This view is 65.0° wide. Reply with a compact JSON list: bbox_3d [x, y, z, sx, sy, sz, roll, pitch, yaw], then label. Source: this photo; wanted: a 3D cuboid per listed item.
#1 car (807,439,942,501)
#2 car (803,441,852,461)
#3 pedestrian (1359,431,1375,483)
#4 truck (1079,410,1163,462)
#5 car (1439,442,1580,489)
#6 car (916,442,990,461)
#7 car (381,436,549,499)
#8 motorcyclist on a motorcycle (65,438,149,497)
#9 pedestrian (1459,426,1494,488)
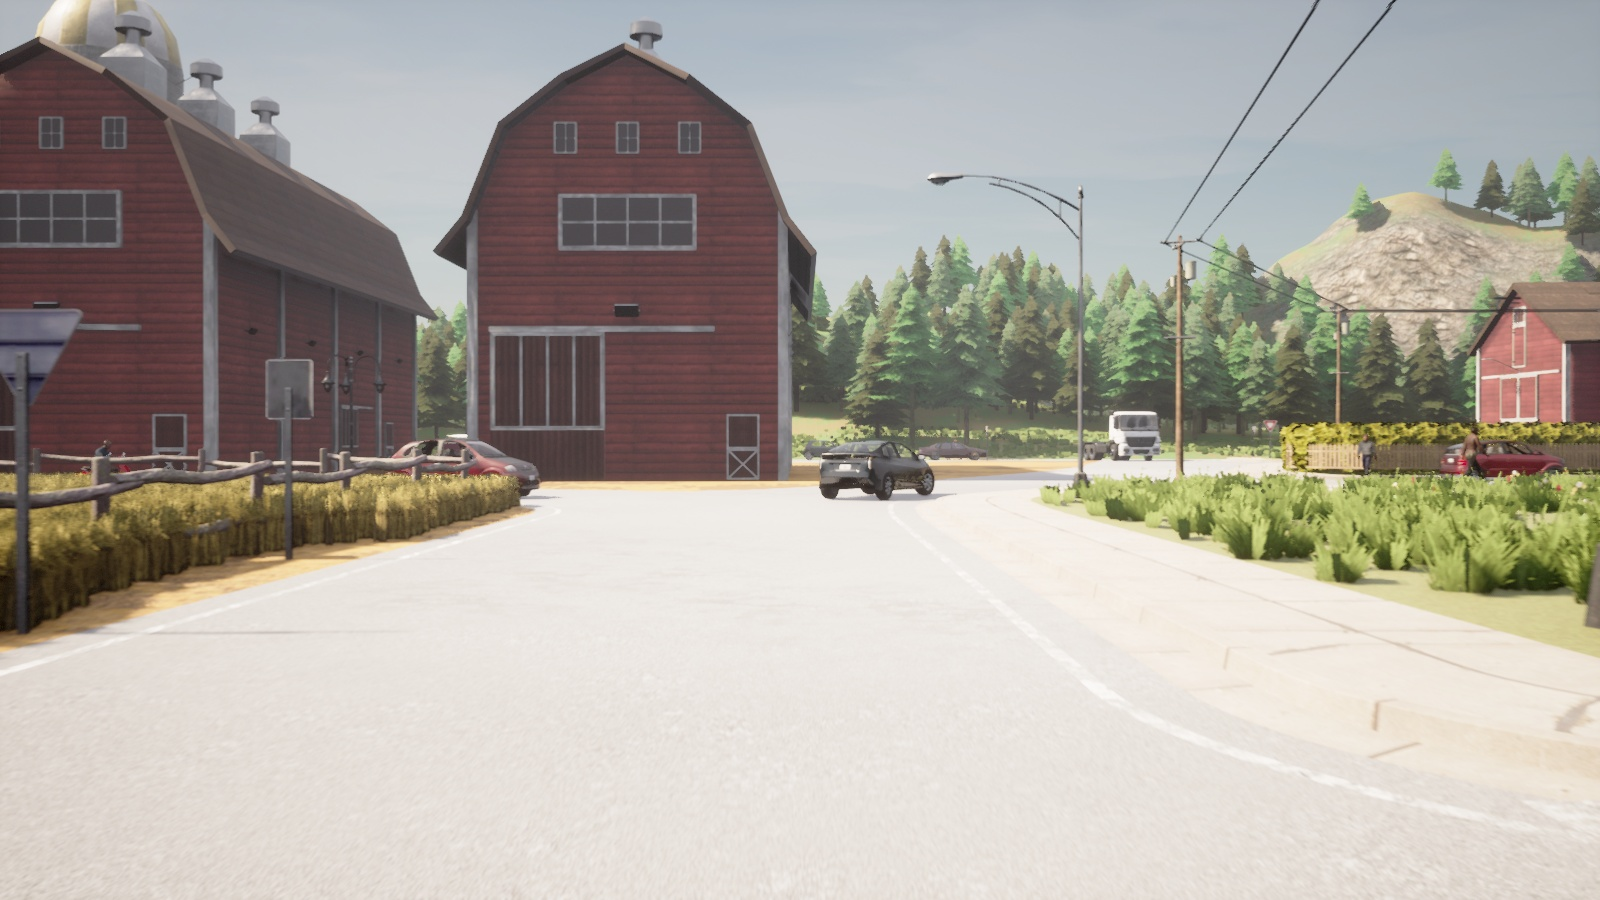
[{"bbox_3d":[2.077,0.473,33.533,2.007,1.525,4.514,0,1,26],"label":"car"},{"bbox_3d":[2.053,0.061,95.085,3.633,1.501,1.845,0,0,1],"label":"car"},{"bbox_3d":[21.528,0.269,47.665,0.423,1.949,0.788,0,0,34],"label":"pedestrian"},{"bbox_3d":[22.201,-0.941,87.414,2.891,3.462,7.936,0,0,-8],"label":"truck"},{"bbox_3d":[23.751,0.496,42.156,3.705,1.549,1.789,0,0,2],"label":"car"},{"bbox_3d":[11.528,0.105,94.989,5.357,1.411,2.033,0,0,1],"label":"car"},{"bbox_3d":[-8.988,0.439,33.813,3.988,1.617,1.851,0,0,15],"label":"car"},{"bbox_3d":[-18.985,0.483,34.422,1.817,1.590,0.866,0,0,-3],"label":"motorcyclist on a motorcycle"},{"bbox_3d":[19.723,0.202,36.623,0.869,1.805,0.328,0,0,-4],"label":"pedestrian"}]
